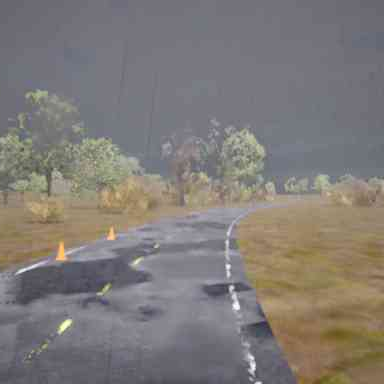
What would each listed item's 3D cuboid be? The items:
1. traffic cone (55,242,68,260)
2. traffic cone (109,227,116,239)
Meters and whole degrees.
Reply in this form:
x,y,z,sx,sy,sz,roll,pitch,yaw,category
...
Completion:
x,y,z,sx,sy,sz,roll,pitch,yaw,category
-4.504,2.015,11.489,0.340,0.580,0.340,0,0,5,traffic cone
-3.996,2.049,16.555,0.340,0.580,0.340,0,0,7,traffic cone
